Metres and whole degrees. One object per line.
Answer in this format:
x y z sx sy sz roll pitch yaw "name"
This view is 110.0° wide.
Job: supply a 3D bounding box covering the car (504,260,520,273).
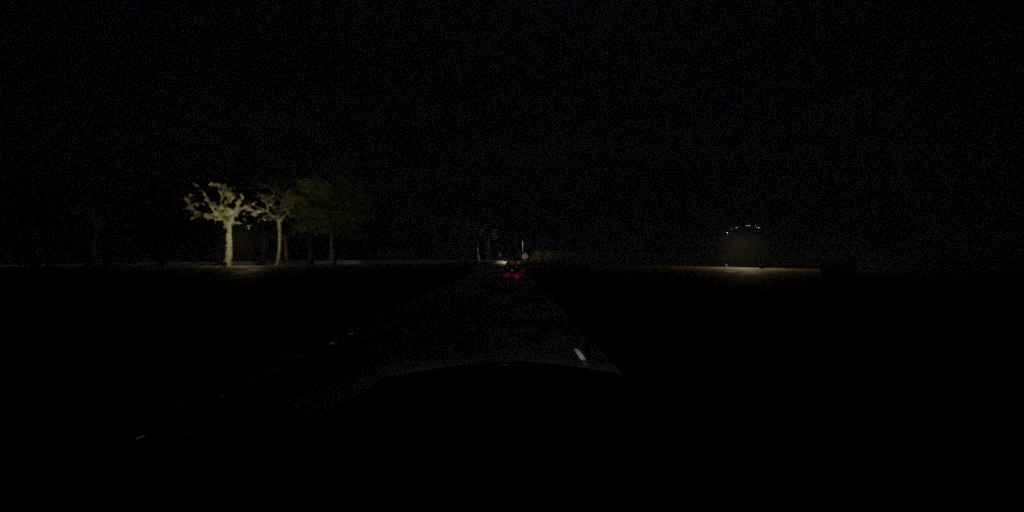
0.010 1.314 42.918 1.895 1.301 4.718 0 0 0 "car"
